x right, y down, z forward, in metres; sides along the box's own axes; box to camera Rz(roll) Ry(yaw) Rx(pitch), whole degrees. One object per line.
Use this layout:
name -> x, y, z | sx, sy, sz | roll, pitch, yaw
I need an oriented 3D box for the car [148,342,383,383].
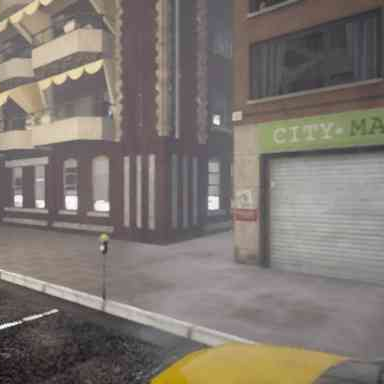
car -> 1.668, 1.527, 1.687 | 4.829, 1.417, 1.752 | 0, 0, 36
